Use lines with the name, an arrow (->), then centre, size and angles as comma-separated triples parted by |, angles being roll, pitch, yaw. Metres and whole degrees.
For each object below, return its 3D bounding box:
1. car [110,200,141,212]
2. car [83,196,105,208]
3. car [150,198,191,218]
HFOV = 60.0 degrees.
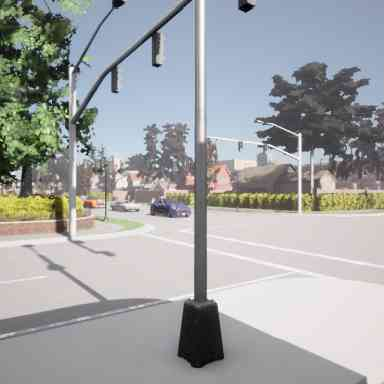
car -> -7.785, 1.601, 38.743 | 1.895, 1.301, 4.718 | 0, 0, -36
car -> -13.672, 1.352, 46.885 | 2.097, 1.767, 4.553 | 0, 0, -36
car -> -2.045, 1.352, 30.804 | 2.097, 1.767, 4.553 | 0, 0, -36
